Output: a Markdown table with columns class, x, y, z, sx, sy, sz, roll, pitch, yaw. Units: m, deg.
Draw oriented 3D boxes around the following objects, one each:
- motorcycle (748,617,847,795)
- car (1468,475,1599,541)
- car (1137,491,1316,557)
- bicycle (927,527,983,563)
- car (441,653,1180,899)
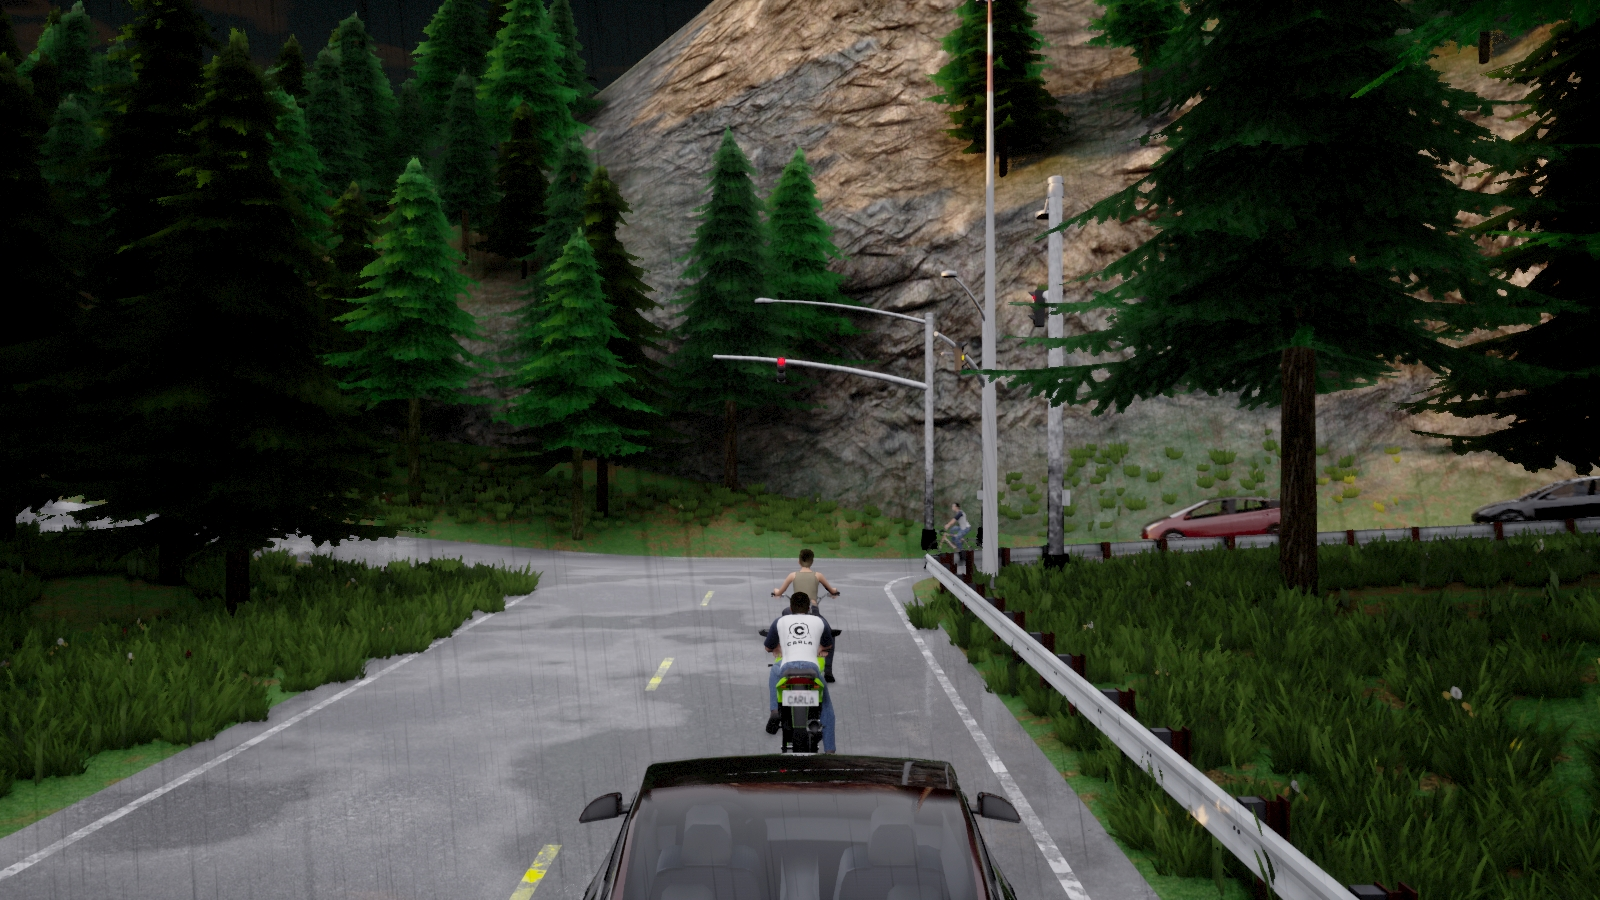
| class | x | y | z | sx | sy | sz | roll | pitch | yaw |
| --- | --- | --- | --- | --- | --- | --- | --- | --- | --- |
| motorcycle | -0.020 | 2.213 | 10.238 | 0.803 | 1.145 | 2.033 | 0 | 0 | 0 |
| car | 20.614 | 1.464 | 30.215 | 4.792 | 1.488 | 2.163 | -5 | -2 | 24 |
| car | 12.242 | 2.131 | 33.118 | 4.514 | 1.525 | 2.007 | -5 | -2 | 12 |
| bicycle | 4.787 | 2.927 | 35.292 | 1.643 | 1.024 | 0.373 | -2 | -1 | 4 |
| car | 0.029 | 2.063 | 5.012 | 2.163 | 1.488 | 4.792 | 0 | 0 | 0 |
